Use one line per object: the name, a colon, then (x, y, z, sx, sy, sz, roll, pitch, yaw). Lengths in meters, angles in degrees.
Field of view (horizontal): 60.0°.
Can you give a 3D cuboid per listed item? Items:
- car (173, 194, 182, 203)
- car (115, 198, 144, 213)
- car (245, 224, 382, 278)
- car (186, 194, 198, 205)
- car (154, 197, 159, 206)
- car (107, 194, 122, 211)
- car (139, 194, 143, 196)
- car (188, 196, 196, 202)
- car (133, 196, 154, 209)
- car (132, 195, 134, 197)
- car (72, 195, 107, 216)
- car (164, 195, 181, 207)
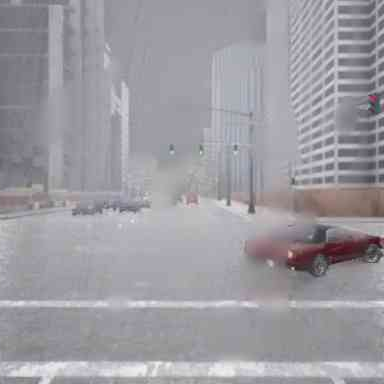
car: (-3.471, 1.451, 76.130, 2.150, 2.045, 5.566, 0, 0, 0)
car: (-7.085, 1.715, 38.432, 1.895, 1.301, 4.718, 0, 0, 0)
car: (3.932, 1.632, 10.283, 4.718, 1.301, 1.895, 0, 0, -37)
car: (0.025, 1.415, 65.056, 2.150, 2.045, 5.566, 0, 0, 0)
car: (-6.998, 1.652, 58.886, 1.882, 1.535, 5.008, 0, 0, 0)
car: (-10.563, 1.350, 43.590, 2.150, 2.045, 5.566, 0, 0, 0)
car: (-10.476, 1.541, 64.072, 2.097, 1.767, 4.553, 0, 0, 0)
car: (0.029, 1.578, 75.727, 1.812, 1.442, 4.674, 0, 0, 0)
car: (-7.075, 1.707, 48.436, 1.994, 1.385, 4.181, 0, 0, 0)
car: (-10.537, 1.706, 53.841, 2.033, 1.411, 5.357, 0, 0, 0)
car: (-10.587, 1.452, 34.005, 2.097, 1.767, 4.553, 0, 0, 0)
car: (-3.374, 1.706, 53.372, 2.033, 1.411, 5.357, 0, 0, 0)
